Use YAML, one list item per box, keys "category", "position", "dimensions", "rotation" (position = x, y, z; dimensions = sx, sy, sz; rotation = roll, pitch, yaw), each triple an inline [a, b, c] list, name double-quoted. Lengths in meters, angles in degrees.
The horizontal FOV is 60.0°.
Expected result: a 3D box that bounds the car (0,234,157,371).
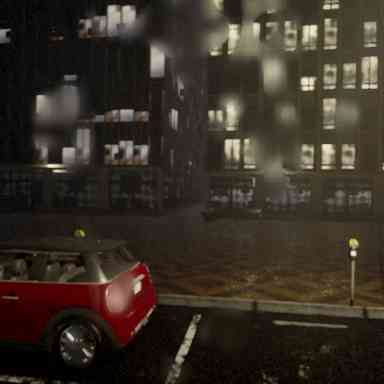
- category: "car"
  position: [-2.734, 1.434, 5.294]
  dimensions: [4.097, 1.590, 1.967]
  rotation: [1, 0, 9]
